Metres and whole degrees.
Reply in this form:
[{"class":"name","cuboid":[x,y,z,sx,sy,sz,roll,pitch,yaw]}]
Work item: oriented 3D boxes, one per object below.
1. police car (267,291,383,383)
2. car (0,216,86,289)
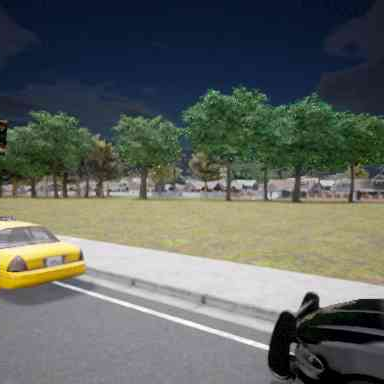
[{"class":"police car","cuboid":[3.186,1.453,2.429,5.238,1.638,1.930,1,0,37]},{"class":"car","cuboid":[-4.909,1.382,8.436,5.366,1.575,1.801,1,0,37]}]
